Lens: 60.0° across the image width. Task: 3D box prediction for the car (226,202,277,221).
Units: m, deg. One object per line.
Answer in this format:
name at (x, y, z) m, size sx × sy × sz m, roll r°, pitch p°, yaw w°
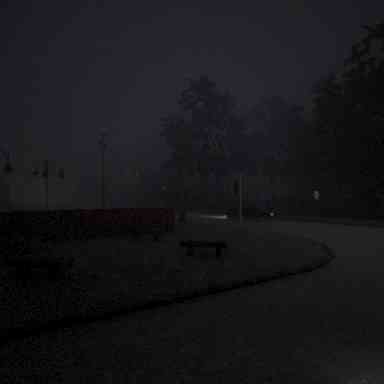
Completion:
car at (4.805, 1.526, 27.301) m, size 1.812 × 1.442 × 4.674 m, roll 0°, pitch 0°, yaw -34°
